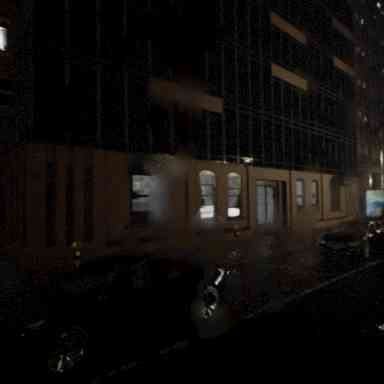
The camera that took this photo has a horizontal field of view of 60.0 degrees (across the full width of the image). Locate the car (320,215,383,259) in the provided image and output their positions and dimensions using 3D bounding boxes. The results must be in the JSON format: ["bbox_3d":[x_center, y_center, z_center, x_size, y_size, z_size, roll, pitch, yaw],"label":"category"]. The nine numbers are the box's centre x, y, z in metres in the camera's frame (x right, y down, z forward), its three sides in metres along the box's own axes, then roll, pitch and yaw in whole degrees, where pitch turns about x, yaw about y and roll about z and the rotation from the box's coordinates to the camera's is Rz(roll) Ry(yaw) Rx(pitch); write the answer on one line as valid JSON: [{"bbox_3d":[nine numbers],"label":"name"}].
[{"bbox_3d":[6.876,1.856,13.852,4.403,1.369,2.008,1,-2,-44],"label":"car"}]

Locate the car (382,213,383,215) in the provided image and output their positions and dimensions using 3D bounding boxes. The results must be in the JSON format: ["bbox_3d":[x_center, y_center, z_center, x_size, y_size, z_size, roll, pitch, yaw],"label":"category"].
[{"bbox_3d":[10.908,1.797,17.810,4.097,1.590,1.967,1,-2,-44],"label":"car"}]

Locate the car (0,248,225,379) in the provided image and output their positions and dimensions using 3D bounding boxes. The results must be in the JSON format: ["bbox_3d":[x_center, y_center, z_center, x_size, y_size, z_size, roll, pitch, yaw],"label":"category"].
[{"bbox_3d":[-1.191,1.770,5.944,4.313,1.339,1.947,1,-2,-44],"label":"car"}]
